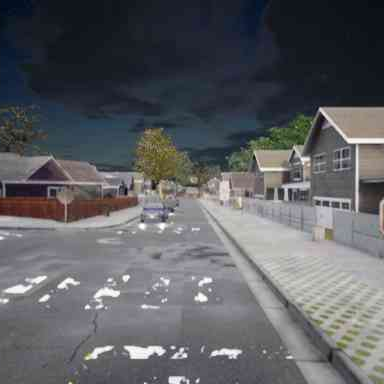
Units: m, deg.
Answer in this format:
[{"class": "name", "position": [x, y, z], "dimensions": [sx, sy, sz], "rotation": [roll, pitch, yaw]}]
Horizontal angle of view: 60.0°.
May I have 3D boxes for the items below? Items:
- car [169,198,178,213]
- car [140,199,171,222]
[{"class": "car", "position": [-2.955, 1.535, 37.595], "dimensions": [1.837, 1.490, 4.892], "rotation": [0, 0, 0]}, {"class": "car", "position": [-2.922, 1.536, 26.529], "dimensions": [1.812, 1.442, 4.674], "rotation": [0, 0, 0]}]
